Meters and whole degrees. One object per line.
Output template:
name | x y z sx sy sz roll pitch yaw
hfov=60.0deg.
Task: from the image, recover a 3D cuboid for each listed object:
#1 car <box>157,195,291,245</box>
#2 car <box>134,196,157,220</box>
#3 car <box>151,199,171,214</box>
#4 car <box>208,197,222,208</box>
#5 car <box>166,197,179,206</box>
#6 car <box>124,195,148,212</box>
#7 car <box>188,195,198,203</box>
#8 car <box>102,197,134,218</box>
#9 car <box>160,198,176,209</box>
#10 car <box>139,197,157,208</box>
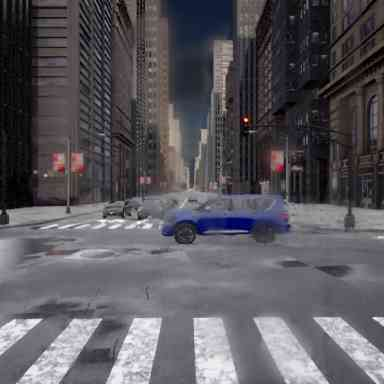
car | 1.482 1.160 14.682 5.566 2.045 2.150 -1 0 0
car | -3.286 1.337 27.737 2.097 1.767 4.553 0 0 -2
car | -3.346 1.502 36.521 1.812 1.442 4.674 0 0 0
car | 3.358 1.469 49.204 1.837 1.490 4.892 0 0 0
car | -3.305 1.552 56.562 1.895 1.301 4.718 0 0 0
car | -6.591 1.326 39.793 2.097 1.767 4.553 0 0 0
car | 0.110 1.468 69.876 2.033 1.411 5.357 0 0 0
car | -6.596 1.488 29.639 1.837 1.490 4.892 0 0 0
car | -3.332 1.530 46.545 1.994 1.385 4.181 0 0 0
car | -6.581 1.509 50.090 2.033 1.411 5.357 0 0 0
